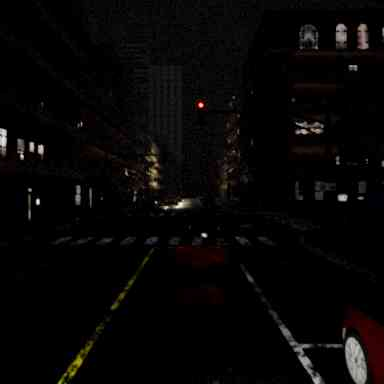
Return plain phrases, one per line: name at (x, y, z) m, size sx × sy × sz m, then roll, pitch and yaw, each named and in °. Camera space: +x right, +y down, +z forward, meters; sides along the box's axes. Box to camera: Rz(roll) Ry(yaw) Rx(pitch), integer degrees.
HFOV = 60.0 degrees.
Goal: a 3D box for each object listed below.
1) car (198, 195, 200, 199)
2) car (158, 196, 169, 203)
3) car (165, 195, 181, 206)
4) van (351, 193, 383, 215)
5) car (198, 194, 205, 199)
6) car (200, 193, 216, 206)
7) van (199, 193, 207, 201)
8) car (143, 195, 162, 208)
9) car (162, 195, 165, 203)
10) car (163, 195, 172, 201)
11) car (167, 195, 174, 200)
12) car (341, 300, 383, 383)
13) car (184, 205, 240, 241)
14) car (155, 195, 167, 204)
car at (2.611, 1.405, 67.913) m, size 2.008 × 1.369 × 4.403 m, roll -1°, pitch 0°, yaw 0°
car at (-5.770, 1.436, 67.910) m, size 1.802 × 1.307 × 4.206 m, roll -1°, pitch 0°, yaw 0°
car at (-3.140, 1.360, 51.775) m, size 1.882 × 1.535 × 5.008 m, roll 0°, pitch 0°, yaw 0°
van at (15.612, 0.964, 27.914) m, size 3.998 × 1.788 × 1.690 m, roll -1°, pitch 2°, yaw -1°
car at (2.581, 1.359, 95.553) m, size 1.887 × 1.381 × 4.507 m, roll -1°, pitch 0°, yaw 0°
car at (2.628, 1.323, 51.329) m, size 1.967 × 1.590 × 4.097 m, roll -1°, pitch 0°, yaw 0°
van at (2.597, 1.178, 78.968) m, size 1.690 × 1.788 × 3.998 m, roll -1°, pitch 0°, yaw 0°
car at (-5.745, 1.444, 45.798) m, size 2.008 × 1.369 × 4.403 m, roll -1°, pitch 0°, yaw 0°
car at (-5.751, 1.449, 51.325) m, size 1.947 × 1.339 × 4.313 m, roll -1°, pitch 0°, yaw 0°
car at (-5.781, 1.363, 78.795) m, size 1.752 × 1.417 × 4.829 m, roll -1°, pitch 0°, yaw 0°
car at (-5.793, 1.404, 90.021) m, size 1.802 × 1.307 × 4.206 m, roll -1°, pitch 0°, yaw 0°
car at (2.681, 1.538, 2.330) m, size 1.887 × 1.381 × 4.507 m, roll 0°, pitch 0°, yaw 0°
car at (1.160, 1.557, 16.499) m, size 1.895 × 1.301 × 4.718 m, roll 0°, pitch 0°, yaw 16°
car at (-5.765, 1.304, 62.381) m, size 1.967 × 1.590 × 4.097 m, roll -1°, pitch 0°, yaw 0°
